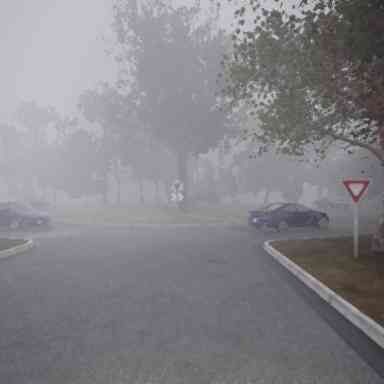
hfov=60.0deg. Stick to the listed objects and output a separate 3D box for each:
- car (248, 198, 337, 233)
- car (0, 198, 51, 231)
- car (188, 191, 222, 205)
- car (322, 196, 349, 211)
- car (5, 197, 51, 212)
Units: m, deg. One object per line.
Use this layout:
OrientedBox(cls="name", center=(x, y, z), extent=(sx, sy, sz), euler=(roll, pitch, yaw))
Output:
OrientedBox(cls="car", center=(5.442, 1.319, 18.528), extent=(5.008, 1.535, 1.882), euler=(0, 0, -29))
OrientedBox(cls="car", center=(-10.271, 1.313, 19.414), extent=(5.008, 1.535, 1.882), euler=(1, 1, 35))
OrientedBox(cls="car", center=(1.548, 0.811, 48.621), extent=(5.566, 2.045, 2.150), euler=(0, 0, 11))
OrientedBox(cls="car", center=(14.472, 1.193, 34.939), extent=(2.128, 1.511, 4.902), euler=(0, 0, -5))
OrientedBox(cls="car", center=(-17.381, 1.299, 35.529), extent=(1.895, 1.301, 4.718), euler=(0, 0, 11))
